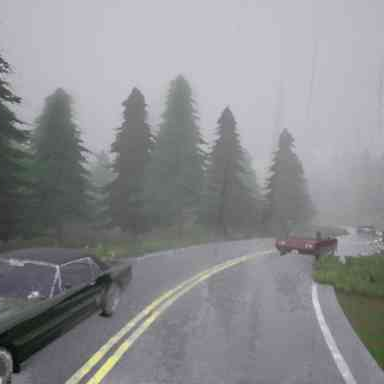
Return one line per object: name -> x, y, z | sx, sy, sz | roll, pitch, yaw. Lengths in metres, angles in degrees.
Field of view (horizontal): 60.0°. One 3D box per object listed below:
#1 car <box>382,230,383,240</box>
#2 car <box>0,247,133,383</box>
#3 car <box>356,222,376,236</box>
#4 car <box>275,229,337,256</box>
car -> 18.620, 3.813, 30.208 | 1.837, 1.490, 4.892 | 3, -2, 39
car -> -2.595, 1.627, 5.071 | 1.895, 1.301, 4.718 | 1, -1, 11
car -> 21.013, 4.378, 40.207 | 2.128, 1.511, 4.902 | 2, -3, 26
car -> 5.879, 2.530, 16.667 | 1.895, 1.301, 4.718 | 2, -3, 35
